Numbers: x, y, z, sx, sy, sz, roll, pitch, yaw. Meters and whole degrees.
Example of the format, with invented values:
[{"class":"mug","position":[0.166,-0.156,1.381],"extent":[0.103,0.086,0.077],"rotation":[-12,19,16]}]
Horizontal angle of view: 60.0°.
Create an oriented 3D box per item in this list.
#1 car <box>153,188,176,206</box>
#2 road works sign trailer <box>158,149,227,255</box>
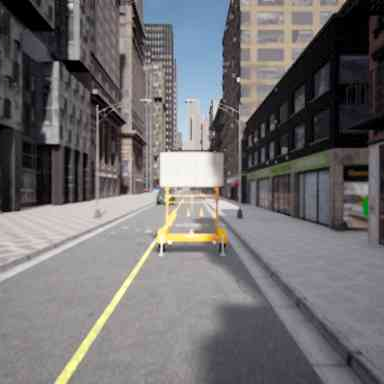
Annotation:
[{"class":"car","position":[-3.088,0.547,40.548],"extent":[2.150,2.045,5.566],"rotation":[0,1,0]},{"class":"road works sign trailer","position":[0.006,0.251,12.177],"extent":[2.380,3.560,2.880],"rotation":[0,1,0]}]
